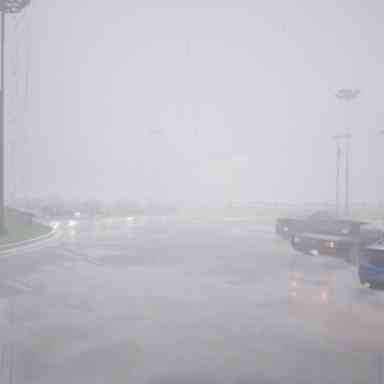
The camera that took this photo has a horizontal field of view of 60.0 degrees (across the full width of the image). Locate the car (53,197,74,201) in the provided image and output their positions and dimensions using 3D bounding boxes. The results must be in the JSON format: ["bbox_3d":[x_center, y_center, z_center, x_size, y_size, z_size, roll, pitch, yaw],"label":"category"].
[{"bbox_3d":[-14.727,1.653,39.729,1.994,1.385,4.181,1,0,-37],"label":"car"}]

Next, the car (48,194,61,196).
[{"bbox_3d":[-24.247,1.337,58.995,2.150,2.045,5.566,1,0,-36],"label":"car"}]

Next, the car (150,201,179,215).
[{"bbox_3d":[-3.284,1.673,35.864,1.812,1.442,4.674,1,0,-36],"label":"car"}]

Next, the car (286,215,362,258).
[{"bbox_3d":[5.832,1.697,12.207,4.718,1.301,1.895,1,0,-36],"label":"car"}]

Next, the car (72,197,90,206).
[{"bbox_3d":[-19.576,1.671,58.468,1.812,1.442,4.674,1,0,-35],"label":"car"}]

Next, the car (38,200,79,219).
[{"bbox_3d":[-12.267,1.662,30.356,1.895,1.301,4.718,1,0,-36],"label":"car"}]

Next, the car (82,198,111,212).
[{"bbox_3d":[-12.186,1.595,42.211,1.882,1.535,5.008,1,0,-36],"label":"car"}]

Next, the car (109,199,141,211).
[{"bbox_3d":[-8.889,1.694,43.638,2.033,1.411,5.357,1,0,-36],"label":"car"}]

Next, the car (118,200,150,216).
[{"bbox_3d":[-6.657,1.623,34.553,1.837,1.490,4.892,1,0,-36],"label":"car"}]

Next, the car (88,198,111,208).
[{"bbox_3d":[-14.271,1.710,51.122,1.994,1.385,4.181,1,0,-36],"label":"car"}]

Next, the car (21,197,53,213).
[{"bbox_3d":[-17.649,1.565,37.804,1.837,1.490,4.892,1,0,-36],"label":"car"}]

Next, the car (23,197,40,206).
[{"bbox_3d":[-28.419,1.652,58.788,1.994,1.385,4.181,1,0,-36],"label":"car"}]

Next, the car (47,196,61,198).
[{"bbox_3d":[-20.562,1.652,47.858,1.994,1.385,4.181,1,0,-35],"label":"car"}]

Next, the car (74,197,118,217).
[{"bbox_3d":[-9.518,1.581,32.533,2.128,1.511,4.902,1,0,-36],"label":"car"}]

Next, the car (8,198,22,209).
[{"bbox_3d":[-23.608,1.551,46.083,2.128,1.511,4.902,1,0,-36],"label":"car"}]

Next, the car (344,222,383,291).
[{"bbox_3d":[6.009,1.555,8.036,5.008,1.535,1.882,1,0,-36],"label":"car"}]

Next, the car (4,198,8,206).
[{"bbox_3d":[-30.391,1.623,55.531,1.994,1.385,4.181,1,0,-35],"label":"car"}]

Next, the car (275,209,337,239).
[{"bbox_3d":[6.375,1.599,16.897,5.008,1.535,1.882,1,0,-36],"label":"car"}]
